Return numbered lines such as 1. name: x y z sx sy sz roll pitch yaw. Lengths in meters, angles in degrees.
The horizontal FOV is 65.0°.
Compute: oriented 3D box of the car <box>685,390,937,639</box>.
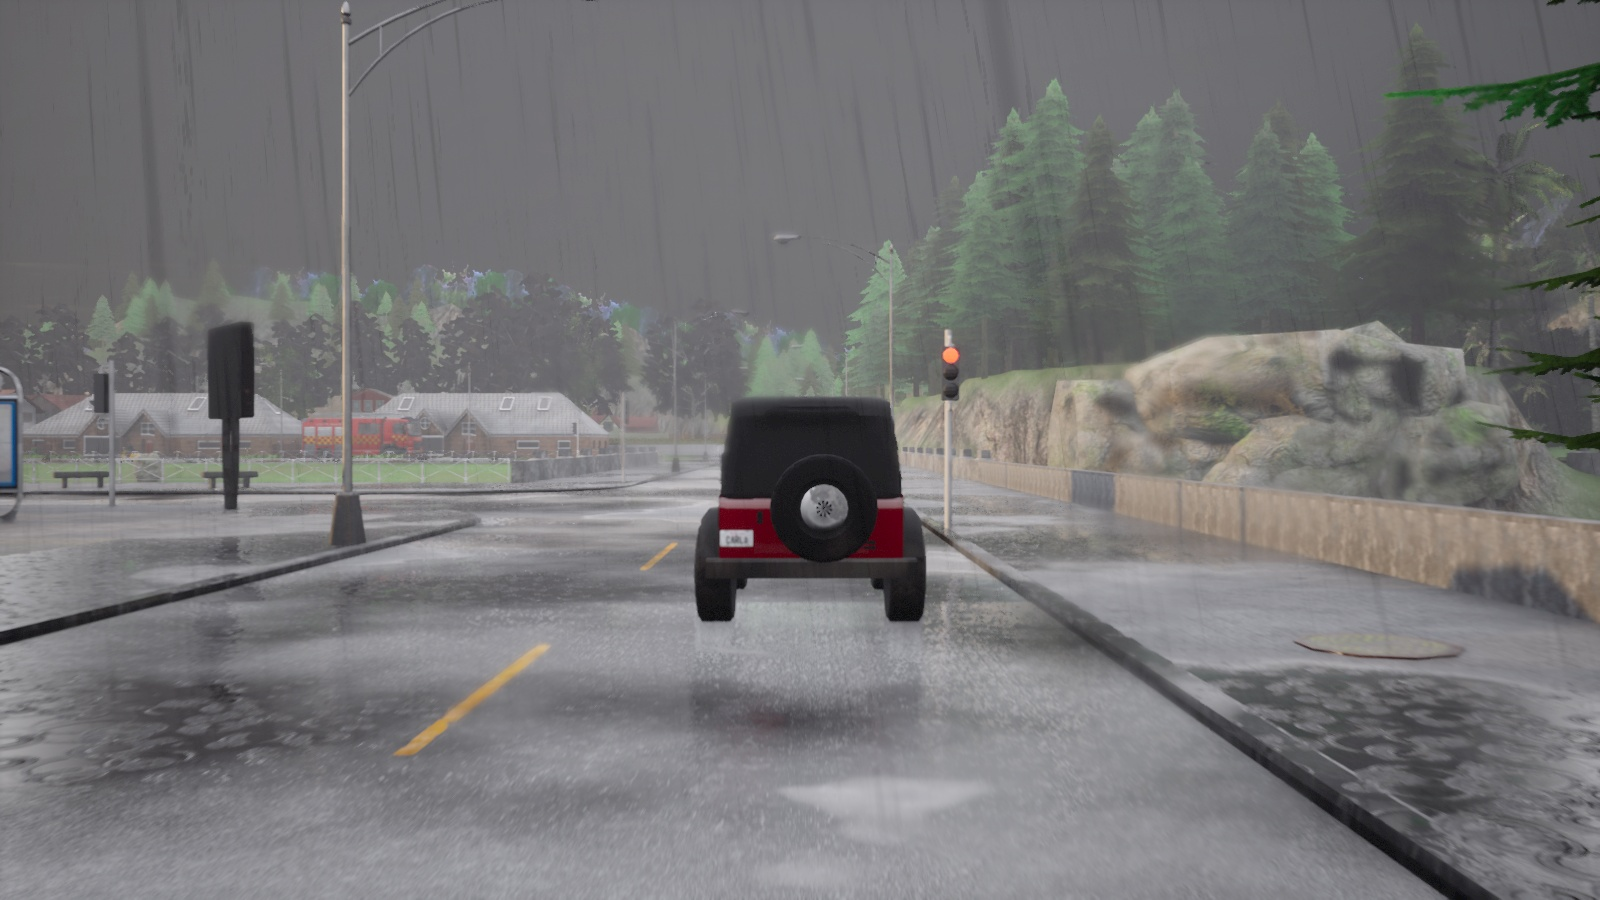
1. car: 0.088 0.478 11.424 1.905 1.878 3.866 0 0 0
